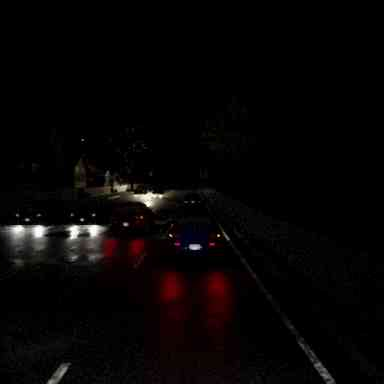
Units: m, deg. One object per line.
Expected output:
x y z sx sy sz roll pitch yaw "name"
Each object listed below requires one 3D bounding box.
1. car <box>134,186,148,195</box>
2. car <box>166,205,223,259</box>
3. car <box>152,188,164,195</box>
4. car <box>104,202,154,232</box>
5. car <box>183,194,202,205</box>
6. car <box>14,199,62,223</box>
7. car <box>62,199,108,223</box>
-9.806 -0.349 64.240 2.097 1.767 4.553 0 2 0 "car"
0.086 1.413 12.072 1.812 1.442 4.674 0 1 0 "car"
-6.560 -0.139 64.250 1.994 1.385 4.181 0 2 1 "car"
-3.163 1.302 18.167 1.812 1.442 4.674 0 1 0 "car"
0.080 0.894 33.593 2.033 1.411 5.357 0 2 0 "car"
-9.864 1.223 22.563 2.033 1.411 5.357 0 1 0 "car"
-6.613 1.221 22.660 2.033 1.411 5.357 0 1 0 "car"
